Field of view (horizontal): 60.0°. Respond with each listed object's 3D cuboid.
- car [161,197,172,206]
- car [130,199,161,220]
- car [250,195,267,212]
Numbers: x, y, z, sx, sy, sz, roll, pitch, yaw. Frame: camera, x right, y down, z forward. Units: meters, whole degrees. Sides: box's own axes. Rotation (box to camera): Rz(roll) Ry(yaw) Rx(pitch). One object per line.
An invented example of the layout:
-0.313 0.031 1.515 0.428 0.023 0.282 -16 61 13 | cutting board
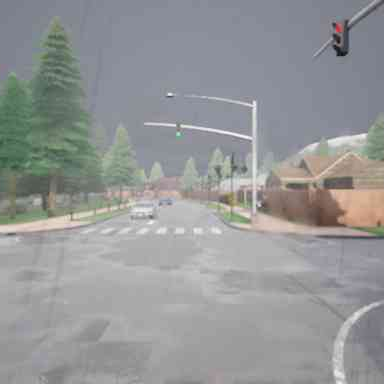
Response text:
-4.142 1.464 52.160 1.812 1.442 4.674 0 0 0 | car
-3.954 1.495 27.698 1.812 1.442 4.674 0 0 0 | car
8.824 1.129 34.569 4.605 1.855 1.932 0 0 -1 | car
